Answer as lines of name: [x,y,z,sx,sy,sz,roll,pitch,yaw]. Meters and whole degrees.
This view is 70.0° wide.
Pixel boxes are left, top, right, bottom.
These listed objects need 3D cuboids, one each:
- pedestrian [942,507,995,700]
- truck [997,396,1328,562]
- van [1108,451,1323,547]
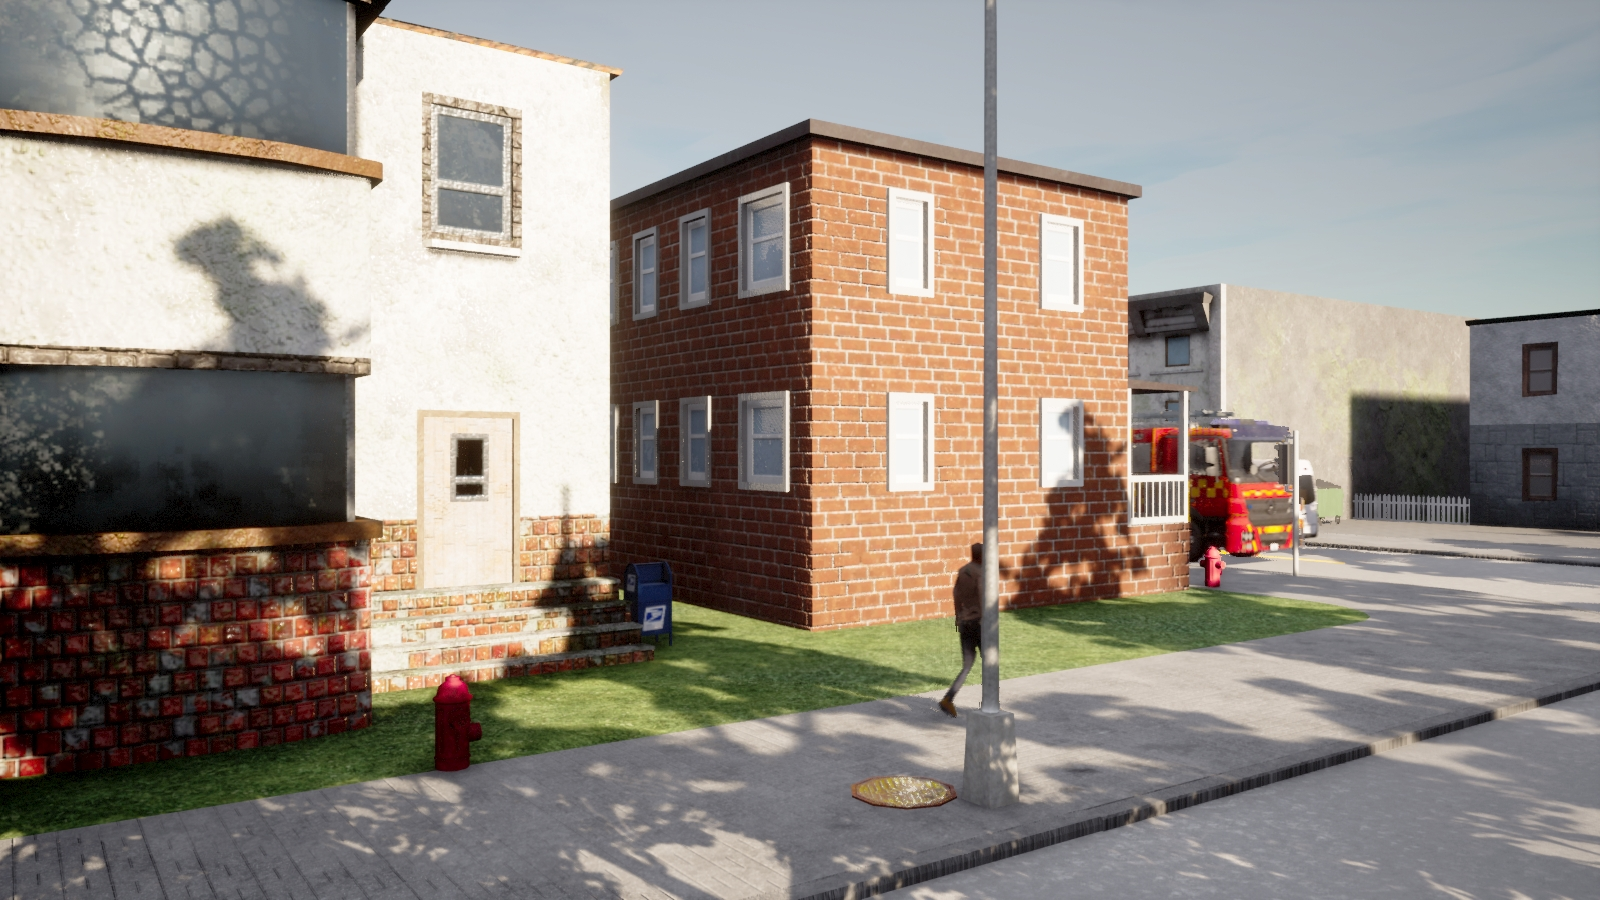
pedestrian: [1.685,1.517,11.430,0.375,1.860,0.375,0,0,-32]
truck: [9.339,0.671,30.660,2.891,3.827,8.468,0,0,-35]
van: [12.036,1.314,33.571,1.988,2.561,5.915,0,0,-34]
